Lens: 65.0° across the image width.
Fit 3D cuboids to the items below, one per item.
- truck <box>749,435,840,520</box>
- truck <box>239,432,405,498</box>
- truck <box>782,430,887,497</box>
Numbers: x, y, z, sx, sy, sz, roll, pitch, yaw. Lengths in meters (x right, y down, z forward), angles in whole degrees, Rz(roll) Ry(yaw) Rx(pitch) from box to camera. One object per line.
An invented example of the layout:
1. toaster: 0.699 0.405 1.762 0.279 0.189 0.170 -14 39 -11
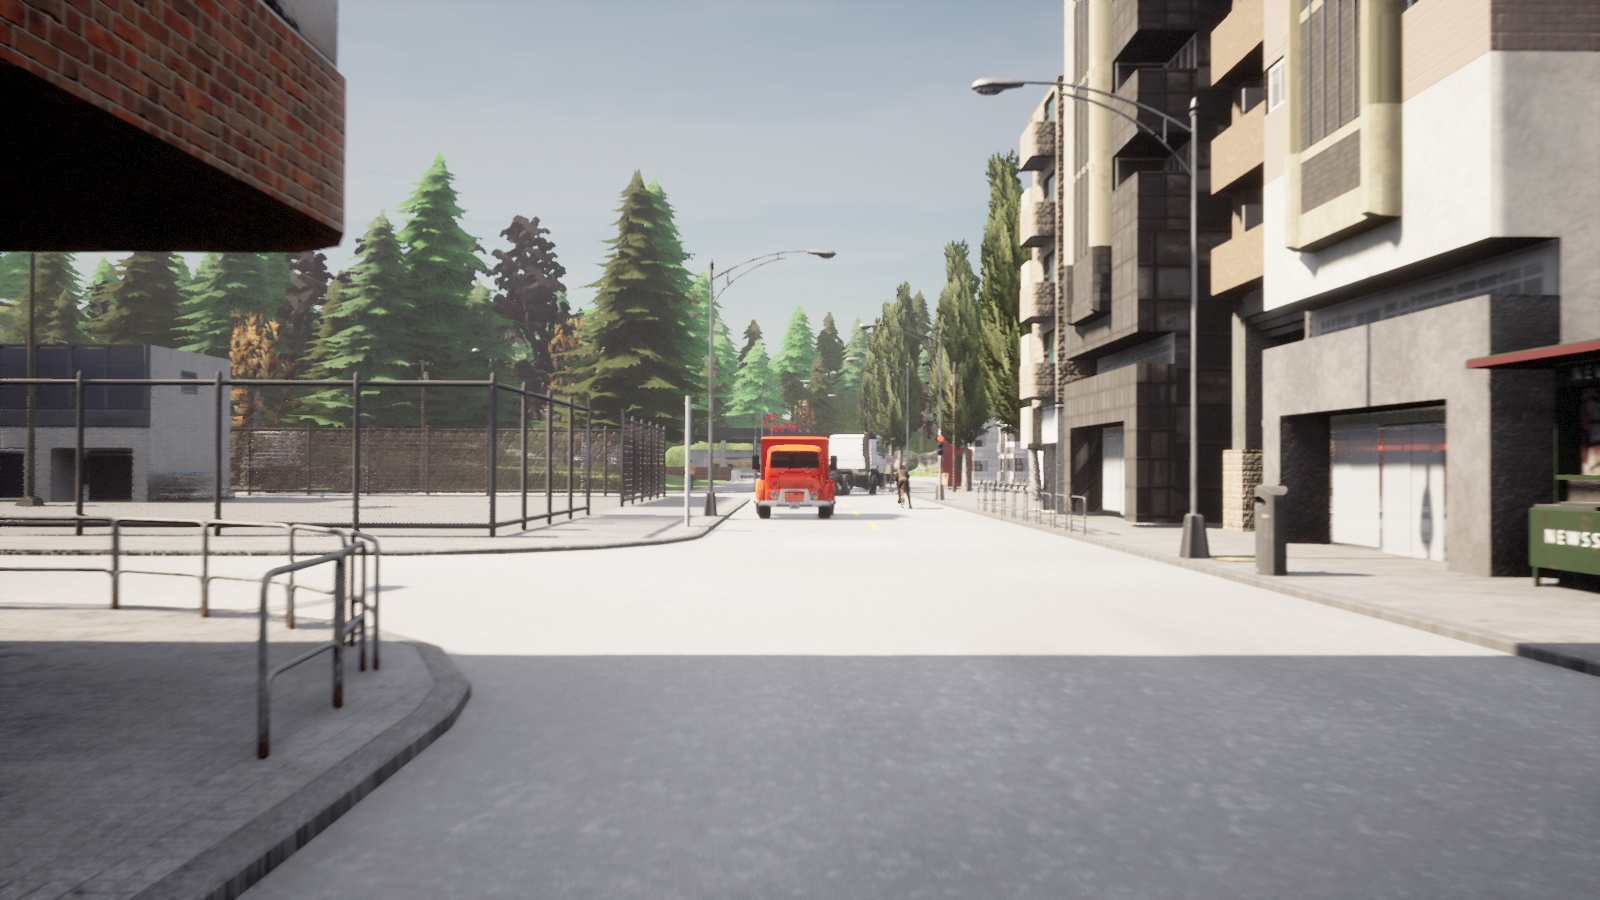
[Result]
1. truck: -0.153 0.837 39.237 2.627 2.467 5.204 0 -1 0
2. truck: -26.001 0.829 68.547 7.936 3.462 2.891 0 -1 0
3. truck: 2.028 0.729 69.376 2.891 3.462 7.936 0 -1 25
